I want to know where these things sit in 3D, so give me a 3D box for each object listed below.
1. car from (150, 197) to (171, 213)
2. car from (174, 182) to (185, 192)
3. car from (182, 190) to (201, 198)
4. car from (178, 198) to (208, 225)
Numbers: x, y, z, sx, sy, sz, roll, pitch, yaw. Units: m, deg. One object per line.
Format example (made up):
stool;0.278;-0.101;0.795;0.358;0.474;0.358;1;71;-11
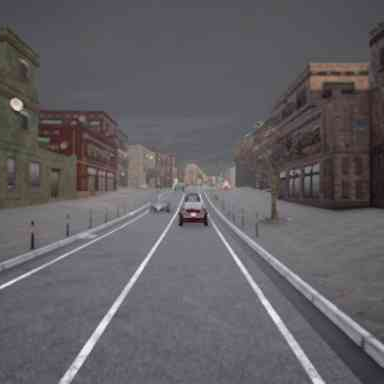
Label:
car;-3.097;1.239;33.279;2.128;1.511;4.902;1;1;0
car;-2.767;-1.125;74.371;2.150;2.045;5.566;0;2;3
car;0.085;0.897;41.581;2.033;1.649;4.856;0;2;0
car;0.092;1.457;23.764;2.163;1.488;4.792;0;1;0
